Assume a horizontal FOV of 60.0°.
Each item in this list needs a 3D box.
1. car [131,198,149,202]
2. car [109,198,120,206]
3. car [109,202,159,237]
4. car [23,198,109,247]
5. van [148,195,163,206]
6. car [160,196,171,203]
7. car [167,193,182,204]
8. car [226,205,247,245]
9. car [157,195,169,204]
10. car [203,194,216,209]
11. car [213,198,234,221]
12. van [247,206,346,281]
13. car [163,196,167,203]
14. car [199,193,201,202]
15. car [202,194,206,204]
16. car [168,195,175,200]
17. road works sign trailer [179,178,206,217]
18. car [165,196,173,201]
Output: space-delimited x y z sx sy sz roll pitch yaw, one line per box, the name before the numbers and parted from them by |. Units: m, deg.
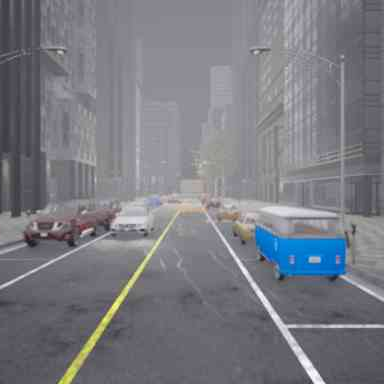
car | -5.679 1.507 31.953 1.752 1.417 4.829 0 0 1
car | -5.674 1.309 20.885 2.192 1.841 5.009 0 0 0
car | -3.105 1.522 18.204 1.812 1.442 4.674 0 0 0
car | -5.671 1.313 15.245 2.192 1.841 5.009 0 0 0
van | -5.684 1.314 49.077 1.690 1.788 3.998 0 0 0
car | -5.695 1.539 71.633 1.887 1.381 4.507 0 0 0
car | -3.056 1.333 60.553 2.097 1.767 4.553 0 0 1
car | 2.855 1.524 15.398 1.752 1.417 4.829 0 0 0
car | -5.692 1.427 65.995 1.967 1.590 4.097 0 0 0
car | 2.843 1.413 43.427 1.967 1.590 4.097 0 0 0
car | 2.857 1.513 26.711 1.752 1.417 4.829 0 0 1
van | 2.856 1.343 9.586 1.690 1.788 3.998 0 0 0
car | -5.687 1.540 54.716 1.947 1.339 4.313 0 0 0
car | 2.835 1.296 60.345 2.192 1.841 5.009 0 0 0
car | 2.841 1.413 49.065 1.967 1.590 4.097 0 0 0
car | -5.704 1.554 94.019 1.752 1.417 4.829 0 0 0
road works sign trailer | -0.011 0.447 31.366 2.380 3.560 2.880 0 0 0
car | -5.699 1.591 82.912 1.802 1.307 4.206 0 0 0
